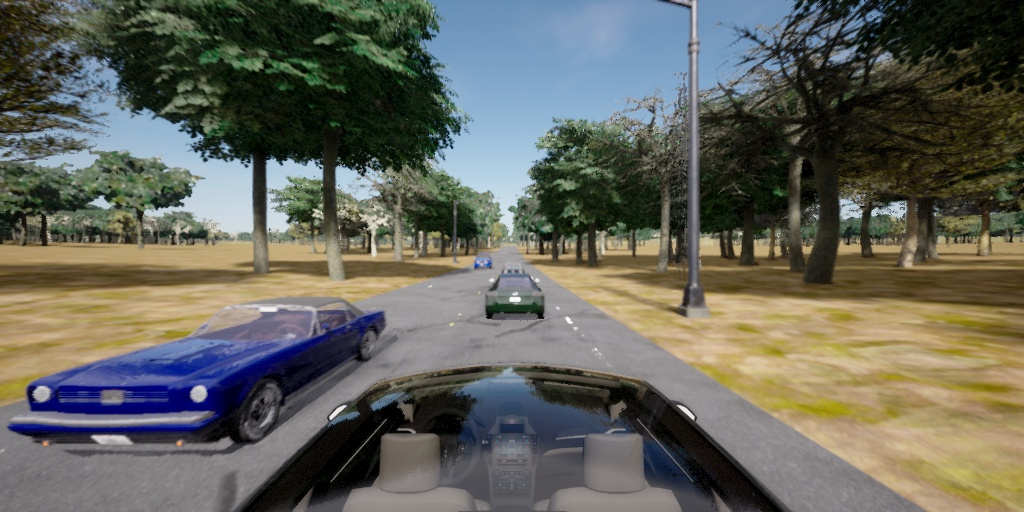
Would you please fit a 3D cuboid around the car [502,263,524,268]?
[{"bbox_3d":[0.090,1.245,30.687,1.895,1.301,4.718,0,1,0],"label":"car"}]

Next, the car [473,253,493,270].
[{"bbox_3d":[-3.605,0.627,45.775,2.150,2.045,5.566,0,1,0],"label":"car"}]

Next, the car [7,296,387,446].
[{"bbox_3d":[-3.601,1.346,5.436,1.895,1.301,4.718,0,0,0],"label":"car"}]

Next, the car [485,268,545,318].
[{"bbox_3d":[0.094,1.300,13.015,1.994,1.385,4.181,0,0,0],"label":"car"}]
